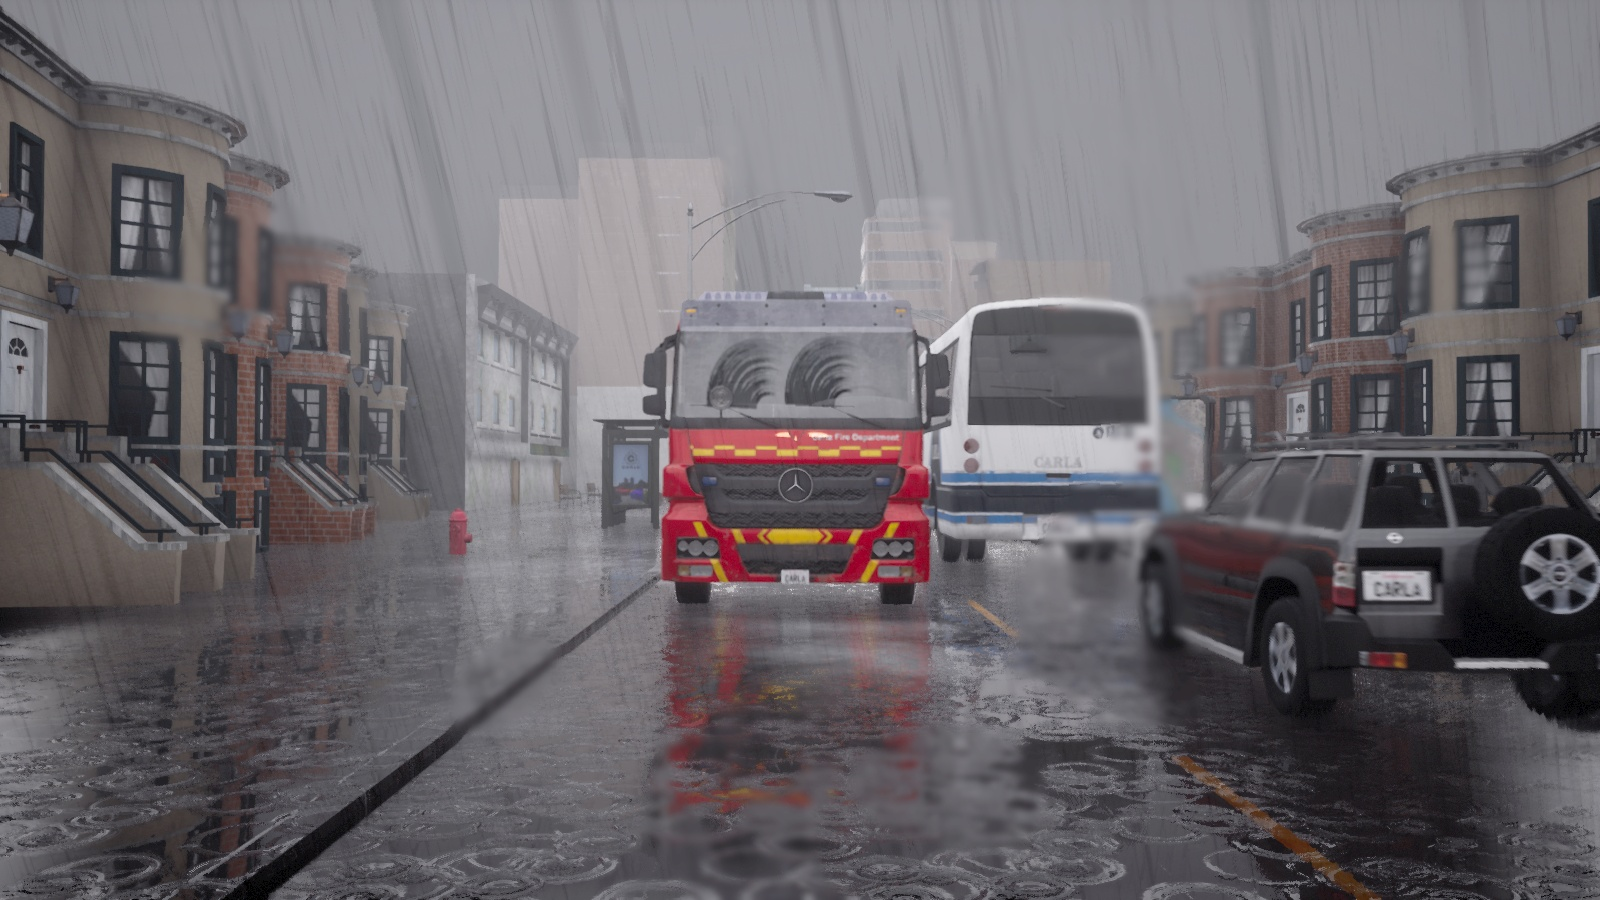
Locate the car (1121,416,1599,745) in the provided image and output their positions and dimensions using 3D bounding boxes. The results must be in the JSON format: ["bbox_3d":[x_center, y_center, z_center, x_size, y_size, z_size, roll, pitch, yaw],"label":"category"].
[{"bbox_3d":[3.972,0.774,9.405,1.932,1.855,4.605,0,-1,0],"label":"car"}]

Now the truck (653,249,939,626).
[{"bbox_3d":[-0.054,-0.063,17.015,2.891,3.827,8.468,0,-1,0],"label":"truck"}]

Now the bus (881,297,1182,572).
[{"bbox_3d":[3.925,-0.163,24.640,3.944,4.253,10.273,0,-1,0],"label":"bus"}]
